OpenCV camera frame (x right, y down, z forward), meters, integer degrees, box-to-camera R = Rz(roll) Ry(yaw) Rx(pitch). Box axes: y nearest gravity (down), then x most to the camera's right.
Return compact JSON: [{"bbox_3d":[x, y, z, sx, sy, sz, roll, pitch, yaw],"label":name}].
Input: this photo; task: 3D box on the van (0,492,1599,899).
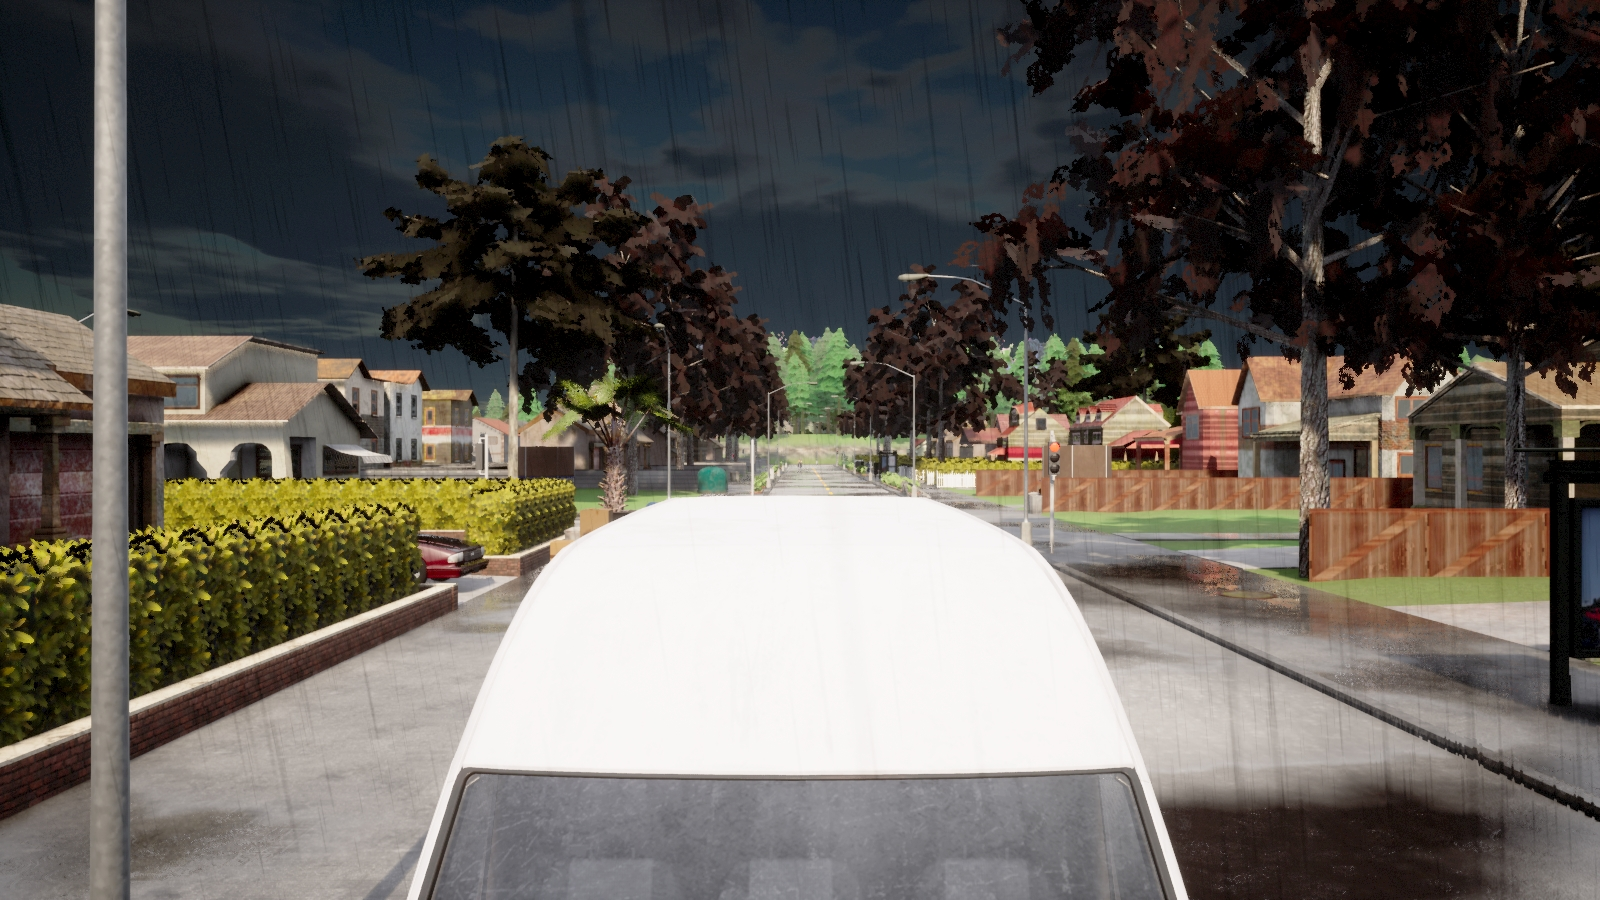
[{"bbox_3d":[0.002,1.537,4.030,1.988,2.561,5.915,0,0,0],"label":"van"}]
